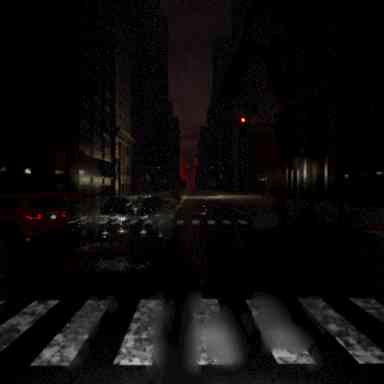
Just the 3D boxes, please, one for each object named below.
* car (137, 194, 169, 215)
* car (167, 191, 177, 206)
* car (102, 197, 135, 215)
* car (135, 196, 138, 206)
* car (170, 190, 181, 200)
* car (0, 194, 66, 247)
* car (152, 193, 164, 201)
[{"bbox_3d":[-3.401,1.219,29.809,1.837,1.490,4.892,0,1,0],"label":"car"},{"bbox_3d":[-3.420,1.041,44.987,1.882,1.535,5.008,0,0,0],"label":"car"},{"bbox_3d":[-6.652,1.219,29.803,1.837,1.490,4.892,0,1,0],"label":"car"},{"bbox_3d":[-6.670,1.165,44.968,1.895,1.301,4.718,0,1,0],"label":"car"},{"bbox_3d":[-3.364,0.597,64.601,2.150,2.045,5.566,0,1,0],"label":"car"},{"bbox_3d":[-8.137,1.091,14.365,5.566,2.045,2.150,0,-1,20],"label":"car"},{"bbox_3d":[-6.615,0.962,64.606,1.895,1.301,4.718,0,1,0],"label":"car"}]
